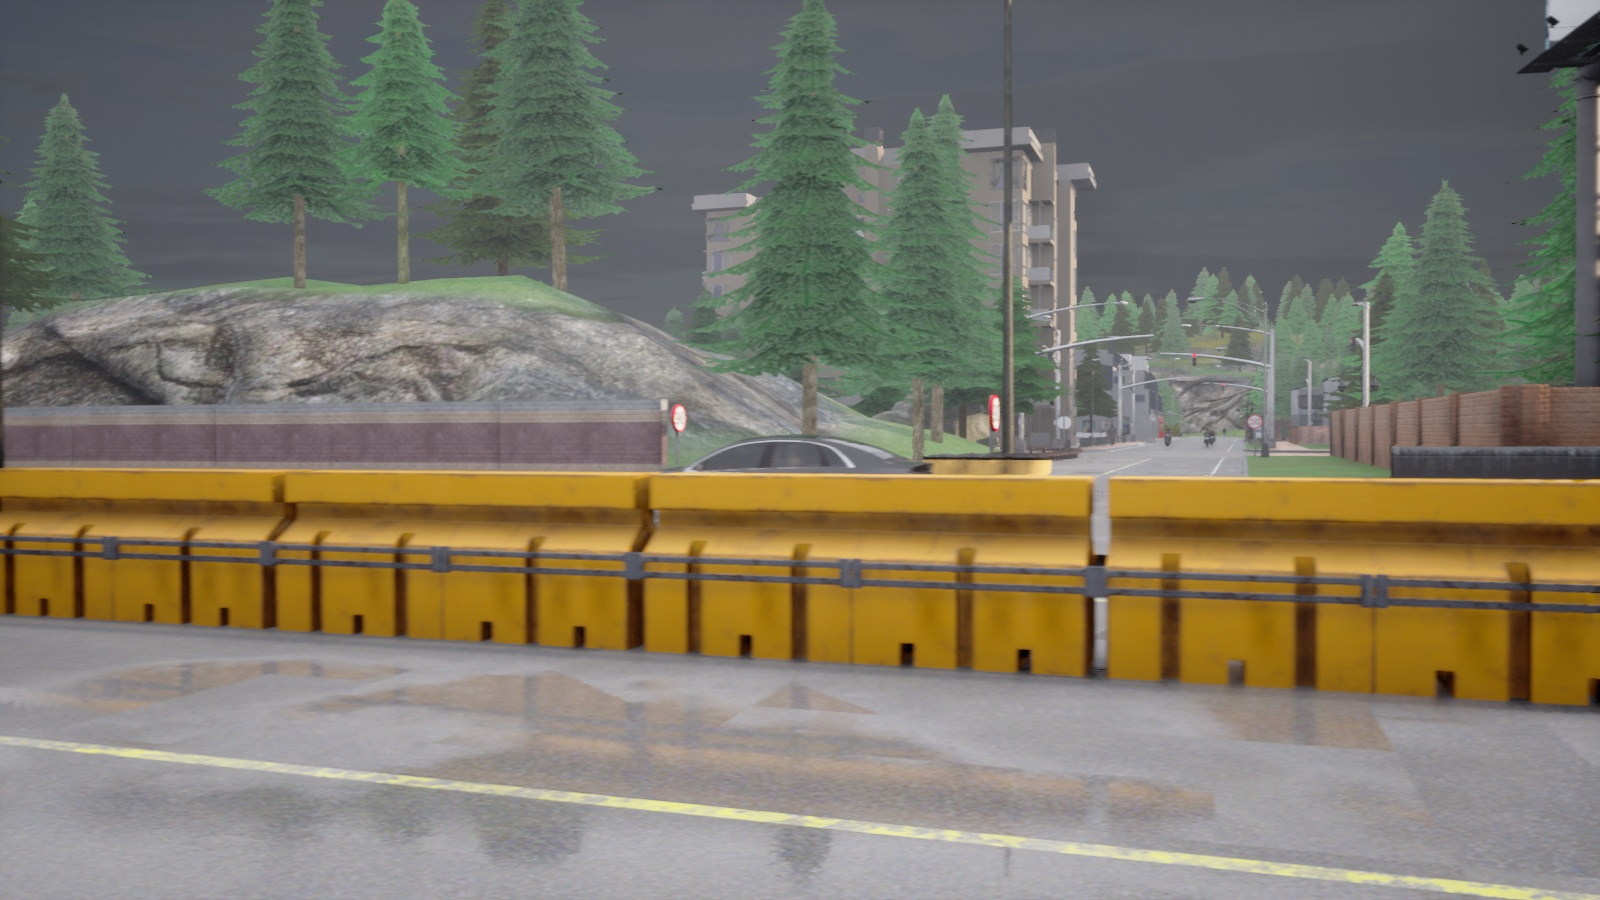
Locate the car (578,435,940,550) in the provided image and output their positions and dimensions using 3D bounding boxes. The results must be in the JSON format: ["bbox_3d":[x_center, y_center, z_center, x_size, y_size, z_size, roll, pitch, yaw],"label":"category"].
[{"bbox_3d":[-0.577,0.538,18.158,4.892,1.490,1.837,1,1,19],"label":"car"}]
